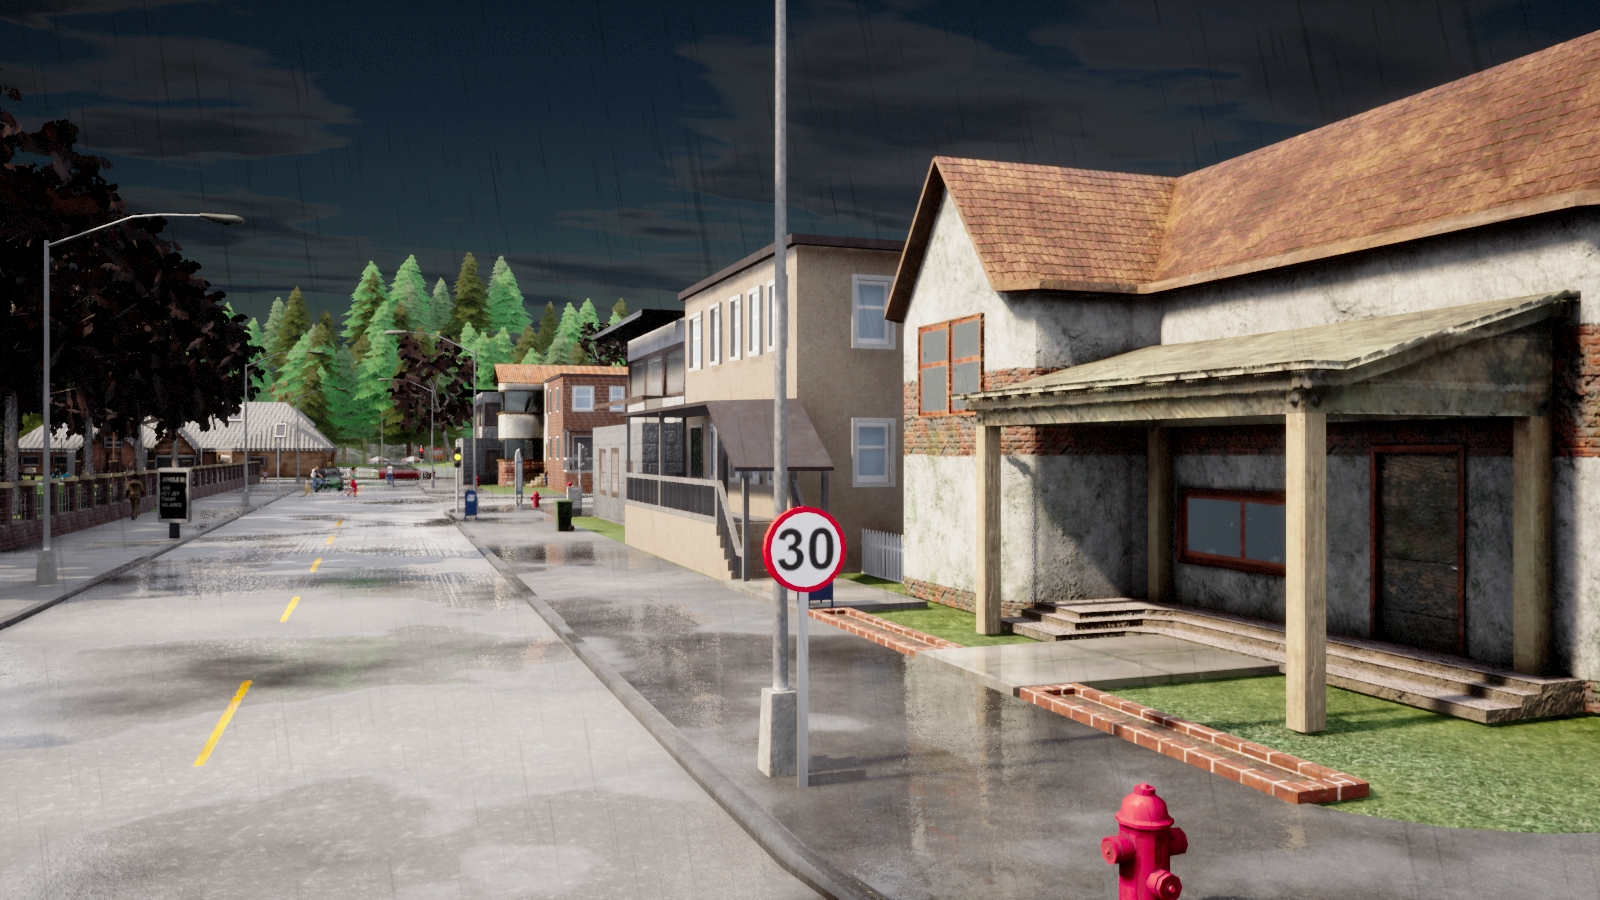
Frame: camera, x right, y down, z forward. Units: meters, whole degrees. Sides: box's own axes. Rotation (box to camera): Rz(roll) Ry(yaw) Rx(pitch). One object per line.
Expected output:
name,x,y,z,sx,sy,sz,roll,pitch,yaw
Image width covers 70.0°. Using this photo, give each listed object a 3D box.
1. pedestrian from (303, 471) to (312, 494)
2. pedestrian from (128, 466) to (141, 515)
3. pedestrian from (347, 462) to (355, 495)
pedestrian,-28.873,1.908,66.969,0.375,1.300,0.375,0,0,1
pedestrian,-25.361,1.525,43.563,0.375,1.860,0.375,0,0,-20
pedestrian,-25.792,1.628,65.639,0.375,1.860,0.375,0,0,-25
